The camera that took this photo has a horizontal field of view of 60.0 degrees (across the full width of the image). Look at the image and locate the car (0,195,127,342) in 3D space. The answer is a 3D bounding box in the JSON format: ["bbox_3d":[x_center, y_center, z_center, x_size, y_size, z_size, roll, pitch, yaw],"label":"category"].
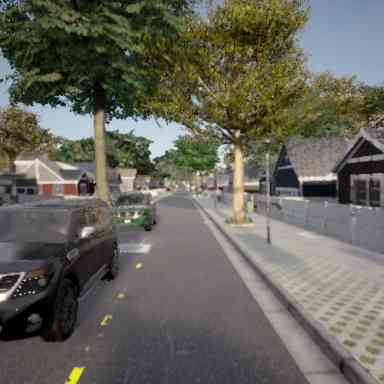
[{"bbox_3d":[-2.980,1.202,6.780,2.150,2.045,5.566,-1,0,-1],"label":"car"}]

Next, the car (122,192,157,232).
[{"bbox_3d":[-3.271,1.059,19.275,2.150,2.045,5.566,-1,1,-1],"label":"car"}]
